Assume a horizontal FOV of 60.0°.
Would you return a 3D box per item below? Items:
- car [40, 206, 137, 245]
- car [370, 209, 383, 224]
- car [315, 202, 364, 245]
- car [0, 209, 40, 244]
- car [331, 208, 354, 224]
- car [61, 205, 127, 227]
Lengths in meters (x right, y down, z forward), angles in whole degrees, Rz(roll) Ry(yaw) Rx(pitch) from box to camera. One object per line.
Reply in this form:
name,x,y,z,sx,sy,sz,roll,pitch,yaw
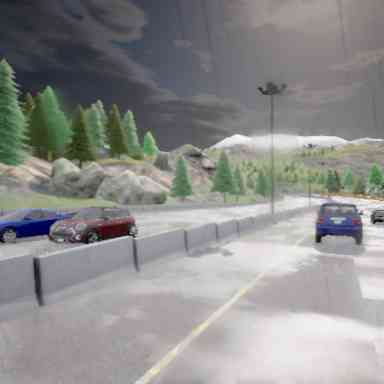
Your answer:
car,-4.660,1.512,16.248,2.097,1.767,4.553,0,-1,25
car,18.290,2.341,31.903,1.994,1.385,4.181,0,-1,25
car,8.023,1.589,18.139,2.150,2.045,5.566,0,-1,25
car,-8.301,1.597,16.723,1.882,1.535,5.008,0,-1,25
car,15.123,2.358,33.393,1.895,1.301,4.718,0,-1,25
car,-7.603,1.841,26.510,2.033,1.411,5.357,0,-1,25
